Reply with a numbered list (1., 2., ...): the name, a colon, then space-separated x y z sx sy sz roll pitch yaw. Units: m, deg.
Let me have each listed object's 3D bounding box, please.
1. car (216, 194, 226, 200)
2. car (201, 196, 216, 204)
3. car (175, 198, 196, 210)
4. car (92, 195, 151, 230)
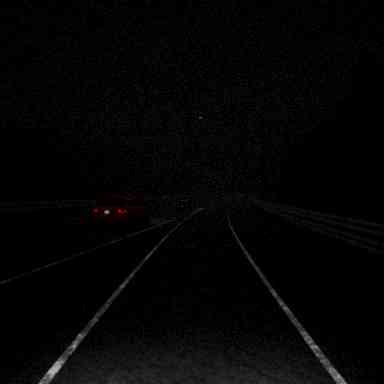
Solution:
1. car: 7.304 1.535 90.615 2.033 1.411 5.357 0 0 9
2. car: 2.871 1.541 63.965 2.033 1.411 5.357 0 0 9
3. car: -0.782 1.525 42.003 1.812 1.442 4.674 0 0 9
4. car: -4.271 1.205 21.003 2.150 2.045 5.566 0 0 9
